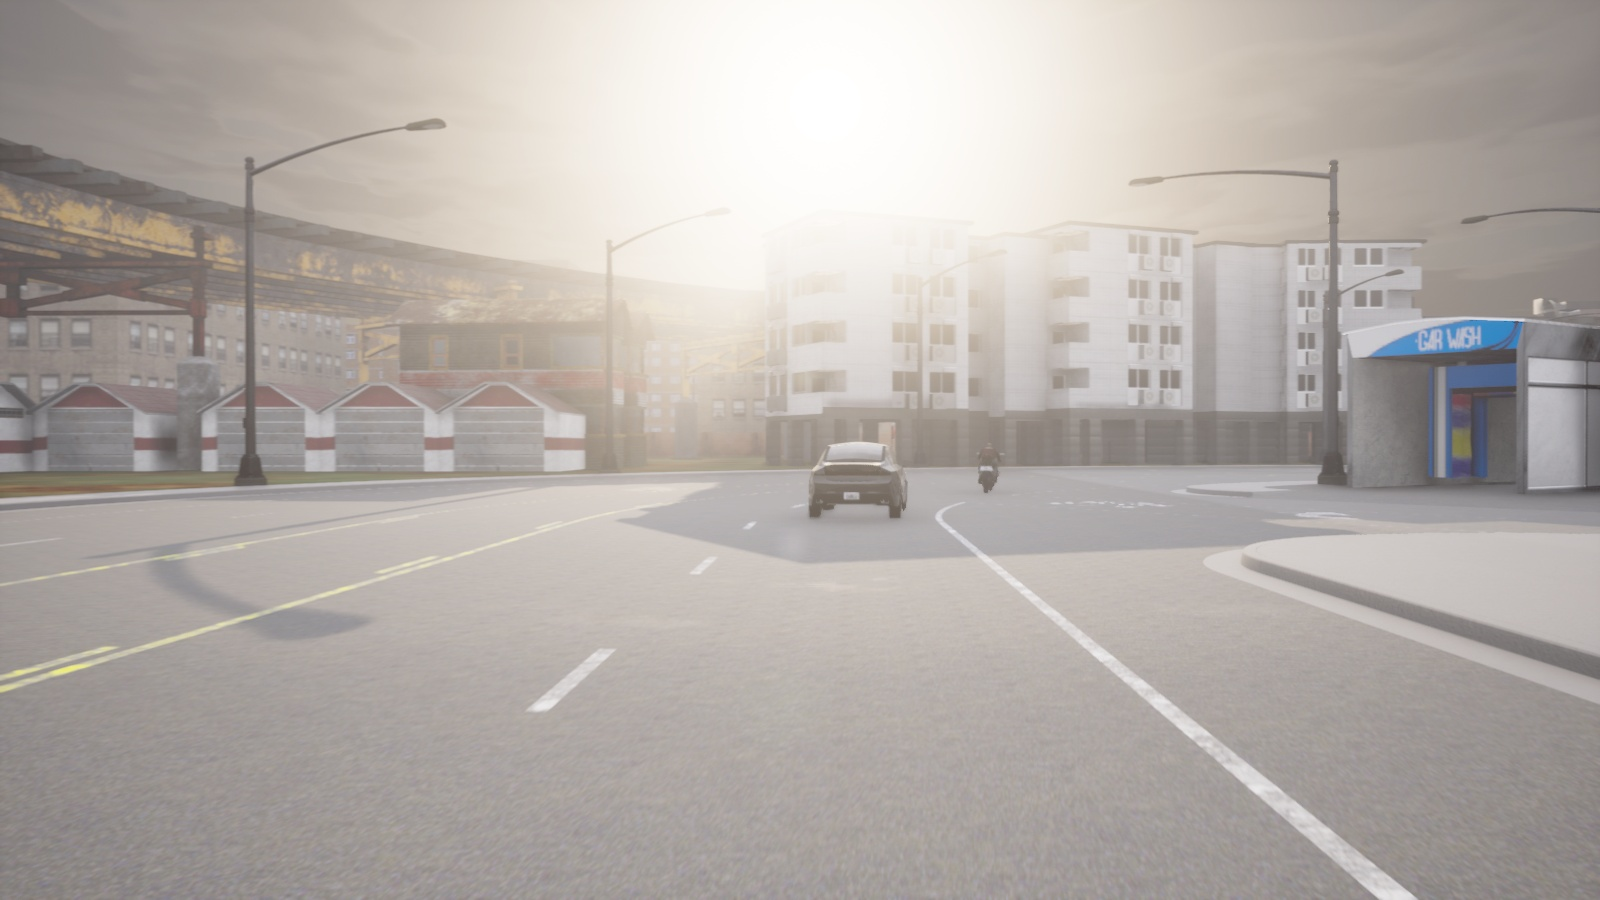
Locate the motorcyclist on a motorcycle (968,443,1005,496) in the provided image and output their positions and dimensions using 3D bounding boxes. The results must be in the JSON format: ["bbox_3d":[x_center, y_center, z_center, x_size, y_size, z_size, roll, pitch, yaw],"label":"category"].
[{"bbox_3d":[5.704,0.571,38.294,0.866,1.530,2.191,2,1,14],"label":"motorcyclist on a motorcycle"}]

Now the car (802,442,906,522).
[{"bbox_3d":[1.243,0.604,26.542,1.837,1.490,4.892,0,1,7],"label":"car"}]
